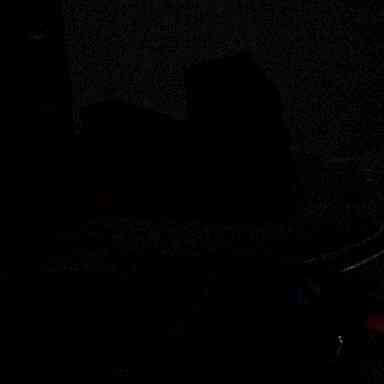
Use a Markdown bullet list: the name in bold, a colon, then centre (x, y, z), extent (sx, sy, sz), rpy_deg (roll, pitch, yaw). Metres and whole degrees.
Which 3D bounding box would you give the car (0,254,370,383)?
- **car**: centre (0.199, 1.563, 4.092), extent (5.357, 1.411, 2.033), rpy_deg (0, 0, -38)
